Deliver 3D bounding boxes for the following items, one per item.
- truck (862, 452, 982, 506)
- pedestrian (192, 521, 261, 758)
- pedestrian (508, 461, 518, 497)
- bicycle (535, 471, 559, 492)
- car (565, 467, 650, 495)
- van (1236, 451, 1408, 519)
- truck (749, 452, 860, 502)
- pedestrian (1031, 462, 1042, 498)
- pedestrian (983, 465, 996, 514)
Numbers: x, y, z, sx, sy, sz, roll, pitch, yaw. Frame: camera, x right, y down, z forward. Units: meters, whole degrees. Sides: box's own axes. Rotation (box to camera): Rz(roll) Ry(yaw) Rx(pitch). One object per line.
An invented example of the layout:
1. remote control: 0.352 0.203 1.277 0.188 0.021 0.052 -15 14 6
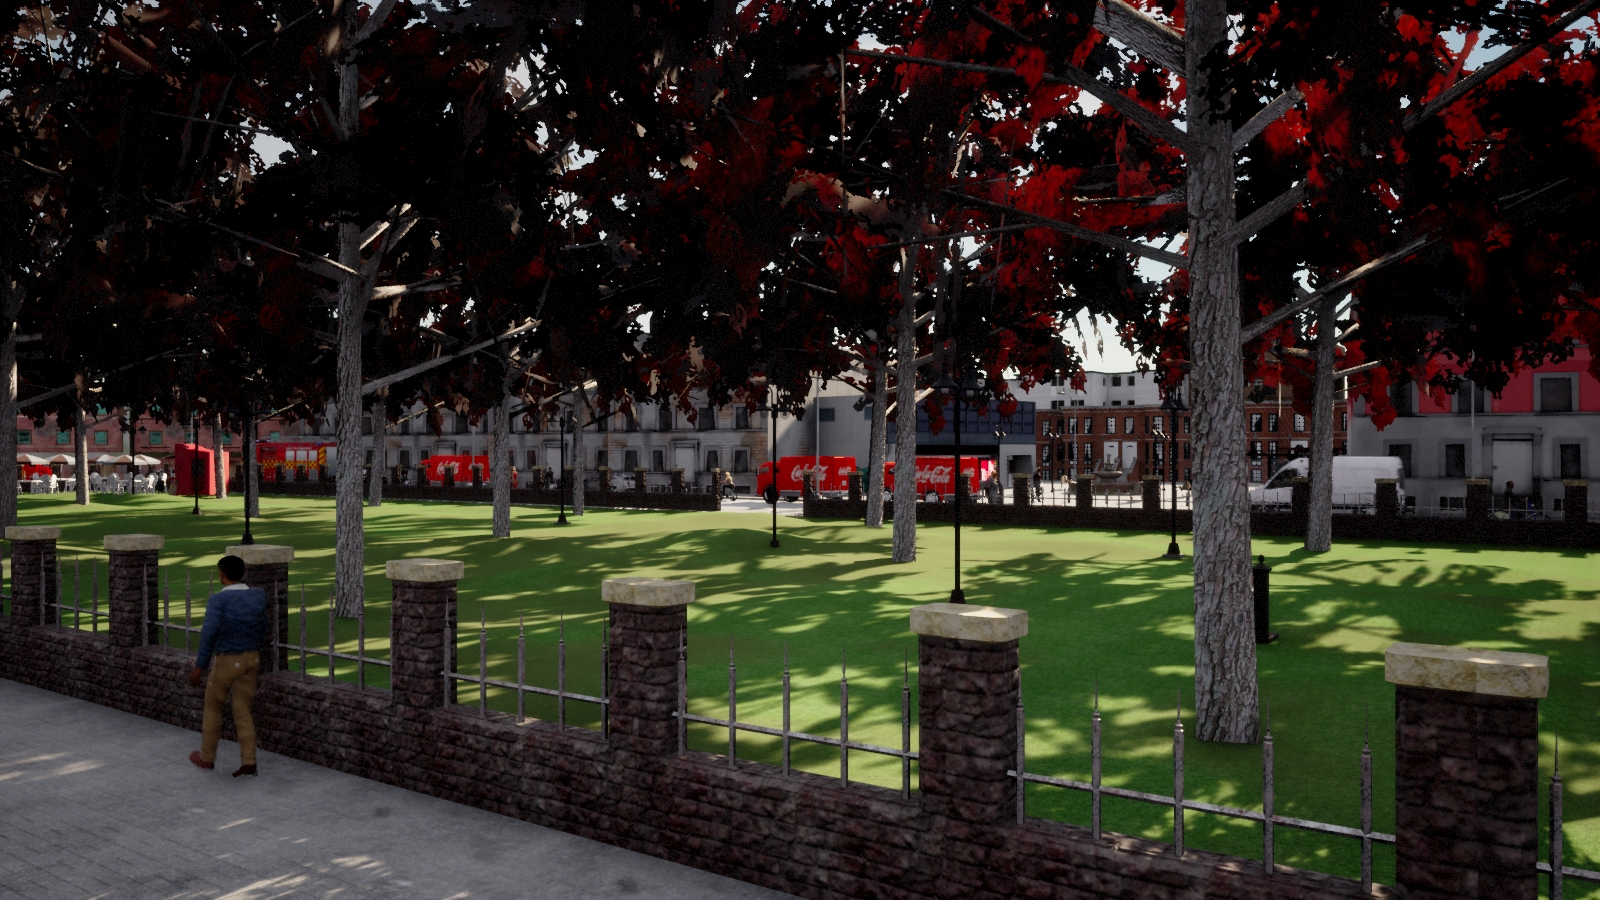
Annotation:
1. truck: 5.913 1.348 55.621 5.204 2.467 2.627 0 0 35
2. pedestrian: -4.707 1.526 9.381 0.375 1.860 0.375 0 0 35
3. pedestrian: -14.943 1.522 59.527 0.375 1.860 0.375 0 0 35
4. bicycle: -15.681 1.940 70.806 1.835 1.271 0.329 0 0 35
5. car: -11.432 1.827 67.802 4.902 1.511 2.128 0 0 35
6. van: 20.628 1.314 45.296 5.915 2.561 1.988 0 0 35
7. truck: 0.205 1.348 59.637 5.204 2.467 2.627 0 0 35
8. pedestrian: 12.155 1.539 58.711 0.375 1.860 0.375 0 0 40
9. pedestrian: 7.275 1.525 43.912 0.375 1.860 0.375 0 0 35
